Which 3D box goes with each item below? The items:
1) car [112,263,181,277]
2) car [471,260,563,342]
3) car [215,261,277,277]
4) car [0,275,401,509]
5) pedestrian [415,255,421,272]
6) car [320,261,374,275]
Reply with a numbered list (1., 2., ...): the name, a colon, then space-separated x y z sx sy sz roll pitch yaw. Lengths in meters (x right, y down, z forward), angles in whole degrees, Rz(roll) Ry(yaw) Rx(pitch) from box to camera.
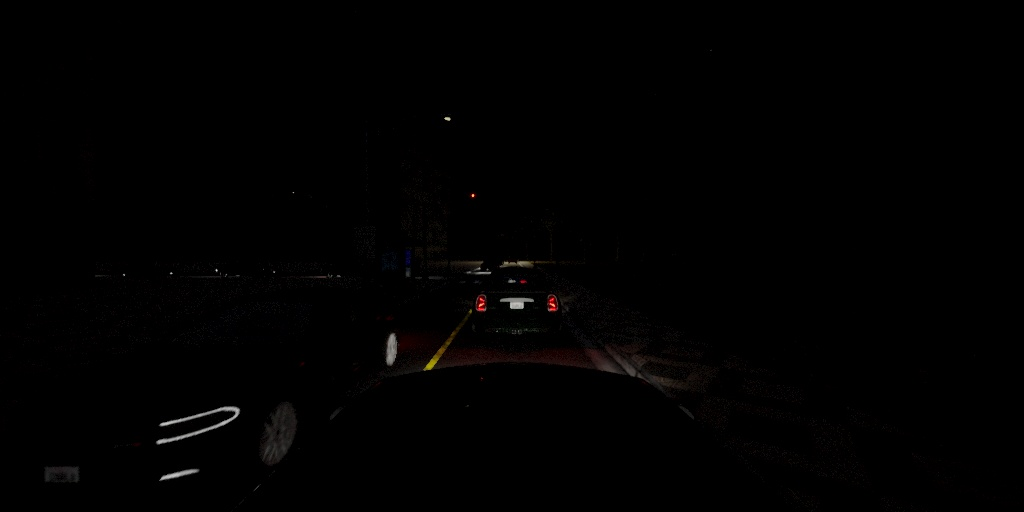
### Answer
1. car: -33.052 1.249 32.532 4.718 1.301 1.895 0 1 2
2. car: 0.116 1.099 9.949 2.097 1.767 4.553 0 0 0
3. car: -23.815 1.166 32.263 4.902 1.511 2.128 0 1 2
4. car: -3.091 1.227 4.964 1.882 1.535 5.008 0 0 0
5. pedestrian: -9.969 0.800 38.103 0.375 1.860 0.375 0 0 2
6. car: -14.443 1.192 31.996 4.902 1.511 2.128 0 1 2
